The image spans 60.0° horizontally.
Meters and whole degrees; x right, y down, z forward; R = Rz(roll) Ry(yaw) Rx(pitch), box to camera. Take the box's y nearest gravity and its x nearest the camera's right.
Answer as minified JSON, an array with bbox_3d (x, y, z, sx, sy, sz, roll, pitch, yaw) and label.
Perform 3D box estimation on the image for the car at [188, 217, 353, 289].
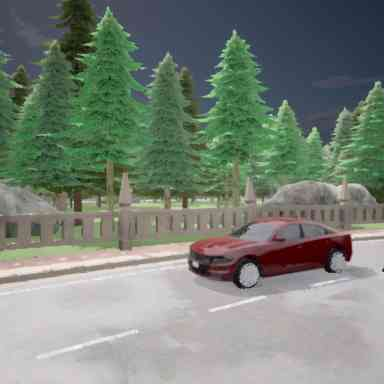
[{"bbox_3d":[2.272,1.477,9.227,5.008,1.535,1.882,0,0,-29],"label":"car"}]

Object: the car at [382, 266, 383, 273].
[{"bbox_3d":[6.682,1.601,7.768,4.718,1.301,1.895,0,0,-27],"label":"car"}]
